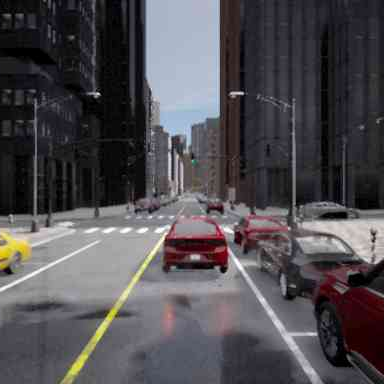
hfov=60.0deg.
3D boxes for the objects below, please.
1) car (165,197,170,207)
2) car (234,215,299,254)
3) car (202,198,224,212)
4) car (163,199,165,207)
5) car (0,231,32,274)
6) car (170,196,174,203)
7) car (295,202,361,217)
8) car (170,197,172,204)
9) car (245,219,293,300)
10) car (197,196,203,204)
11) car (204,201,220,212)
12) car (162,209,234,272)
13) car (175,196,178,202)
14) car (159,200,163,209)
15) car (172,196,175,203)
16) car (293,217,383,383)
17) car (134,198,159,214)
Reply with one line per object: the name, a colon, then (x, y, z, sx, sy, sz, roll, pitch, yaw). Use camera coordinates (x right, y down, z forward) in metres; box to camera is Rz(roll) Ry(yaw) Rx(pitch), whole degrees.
car: (-5.771, 2.117, 63.519, 1.947, 1.339, 4.313, 0, -1, 0)
car: (2.758, 1.658, 13.898, 1.887, 1.381, 4.507, 0, 0, 0)
car: (2.755, 1.658, 40.940, 2.192, 1.841, 5.009, 0, -1, 0)
car: (-5.770, 2.009, 52.232, 1.947, 1.339, 4.313, 0, -1, 0)
car: (-5.768, 1.591, 8.214, 1.752, 1.417, 4.829, 0, 0, 0)
car: (-5.772, 2.210, 74.805, 1.887, 1.381, 4.507, 0, -1, 0)
car: (10.399, 1.510, 25.561, 4.902, 1.511, 2.128, -1, -1, -3)
car: (-5.772, 2.131, 68.992, 1.752, 1.417, 4.829, 0, -1, 0)
car: (2.760, 1.619, 8.373, 2.008, 1.369, 4.403, 0, 0, 0)
car: (2.753, 2.270, 80.442, 1.887, 1.381, 4.507, 0, -1, 0)
car: (2.755, 1.959, 46.581, 1.947, 1.339, 4.313, 0, -1, 0)
car: (0.092, 1.568, 11.181, 1.882, 1.535, 5.008, 0, 0, 0)
car: (-5.774, 2.154, 91.738, 2.192, 1.841, 5.009, 0, -1, 0)
car: (-5.771, 1.707, 46.592, 2.192, 1.841, 5.009, 0, -1, 0)
car: (-5.773, 2.248, 80.279, 1.752, 1.417, 4.829, 0, -1, 0)
car: (2.760, 1.339, 2.849, 2.192, 1.841, 5.009, 0, 0, 0)
car: (-5.770, 1.657, 40.949, 2.192, 1.841, 5.009, 0, 0, 0)
